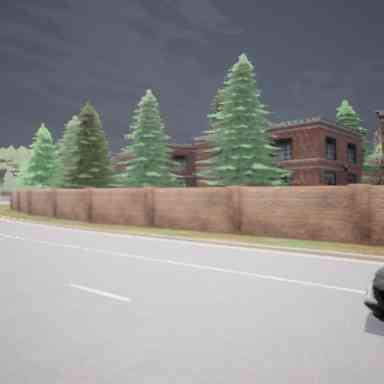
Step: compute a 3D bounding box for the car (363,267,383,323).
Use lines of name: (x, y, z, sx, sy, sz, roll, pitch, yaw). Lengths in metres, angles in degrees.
car: (5.087, 1.614, 4.651, 4.718, 1.301, 1.895, 0, 0, 36)
